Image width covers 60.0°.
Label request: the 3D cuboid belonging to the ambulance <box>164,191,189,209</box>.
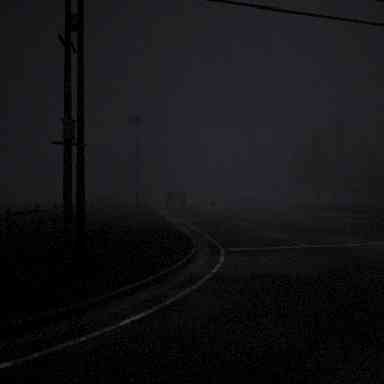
[{"bbox_3d":[-2.337,1.031,45.519,2.351,2.431,6.366,0,0,-10],"label":"ambulance"}]

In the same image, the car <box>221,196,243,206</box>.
[{"bbox_3d":[6.467,1.547,56.433,2.033,1.411,5.357,0,0,-10],"label":"car"}]

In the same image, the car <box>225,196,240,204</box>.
[{"bbox_3d":[8.160,1.526,67.410,1.812,1.442,4.674,0,0,-10],"label":"car"}]

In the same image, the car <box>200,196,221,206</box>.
[{"bbox_3d":[2.958,1.526,56.195,1.812,1.442,4.674,0,0,-10],"label":"car"}]

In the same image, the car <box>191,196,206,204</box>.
[{"bbox_3d":[1.258,1.492,66.244,2.128,1.511,4.902,0,0,-10],"label":"car"}]

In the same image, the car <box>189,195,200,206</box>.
[{"bbox_3d":[-0.516,1.352,55.745,2.097,1.767,4.553,0,0,-10],"label":"car"}]

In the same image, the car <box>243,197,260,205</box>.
[{"bbox_3d":[9.918,1.547,57.018,2.033,1.411,5.357,0,0,-10],"label":"car"}]

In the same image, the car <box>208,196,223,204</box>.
[{"bbox_3d":[4.709,1.505,66.827,1.837,1.490,4.892,0,0,-10],"label":"car"}]
